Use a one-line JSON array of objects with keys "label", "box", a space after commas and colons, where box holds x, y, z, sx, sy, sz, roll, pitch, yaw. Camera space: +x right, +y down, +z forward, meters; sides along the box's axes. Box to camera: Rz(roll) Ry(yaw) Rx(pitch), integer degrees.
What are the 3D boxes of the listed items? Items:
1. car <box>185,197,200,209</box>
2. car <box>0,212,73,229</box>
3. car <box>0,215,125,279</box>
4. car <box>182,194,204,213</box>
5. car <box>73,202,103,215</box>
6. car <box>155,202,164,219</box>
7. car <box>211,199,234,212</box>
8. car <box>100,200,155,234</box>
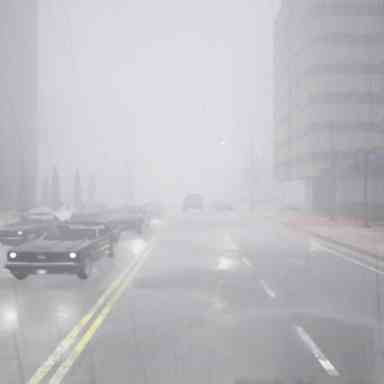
[{"label": "car", "box": [0.023, 1.535, 47.783, 2.033, 1.411, 5.357, 0, 0, 0]}, {"label": "car", "box": [-7.082, 1.597, 14.457, 1.895, 1.301, 4.718, 0, 0, 0]}, {"label": "car", "box": [-3.573, 1.598, 10.134, 1.895, 1.301, 4.718, 0, 0, 0]}, {"label": "car", "box": [0.115, 1.212, 37.127, 2.150, 2.045, 5.566, 0, 0, 0]}, {"label": "car", "box": [-7.072, 1.472, 23.955, 1.882, 1.535, 5.008, 0, 0, 0]}, {"label": "car", "box": [-3.544, 1.556, 29.286, 1.994, 1.385, 4.181, 0, 0, 1]}, {"label": "car", "box": [3.615, 1.591, 38.278, 1.895, 1.301, 4.718, 0, 0, 0]}, {"label": "car", "box": [-3.564, 1.473, 19.381, 1.882, 1.535, 5.008, 0, 0, 0]}]
